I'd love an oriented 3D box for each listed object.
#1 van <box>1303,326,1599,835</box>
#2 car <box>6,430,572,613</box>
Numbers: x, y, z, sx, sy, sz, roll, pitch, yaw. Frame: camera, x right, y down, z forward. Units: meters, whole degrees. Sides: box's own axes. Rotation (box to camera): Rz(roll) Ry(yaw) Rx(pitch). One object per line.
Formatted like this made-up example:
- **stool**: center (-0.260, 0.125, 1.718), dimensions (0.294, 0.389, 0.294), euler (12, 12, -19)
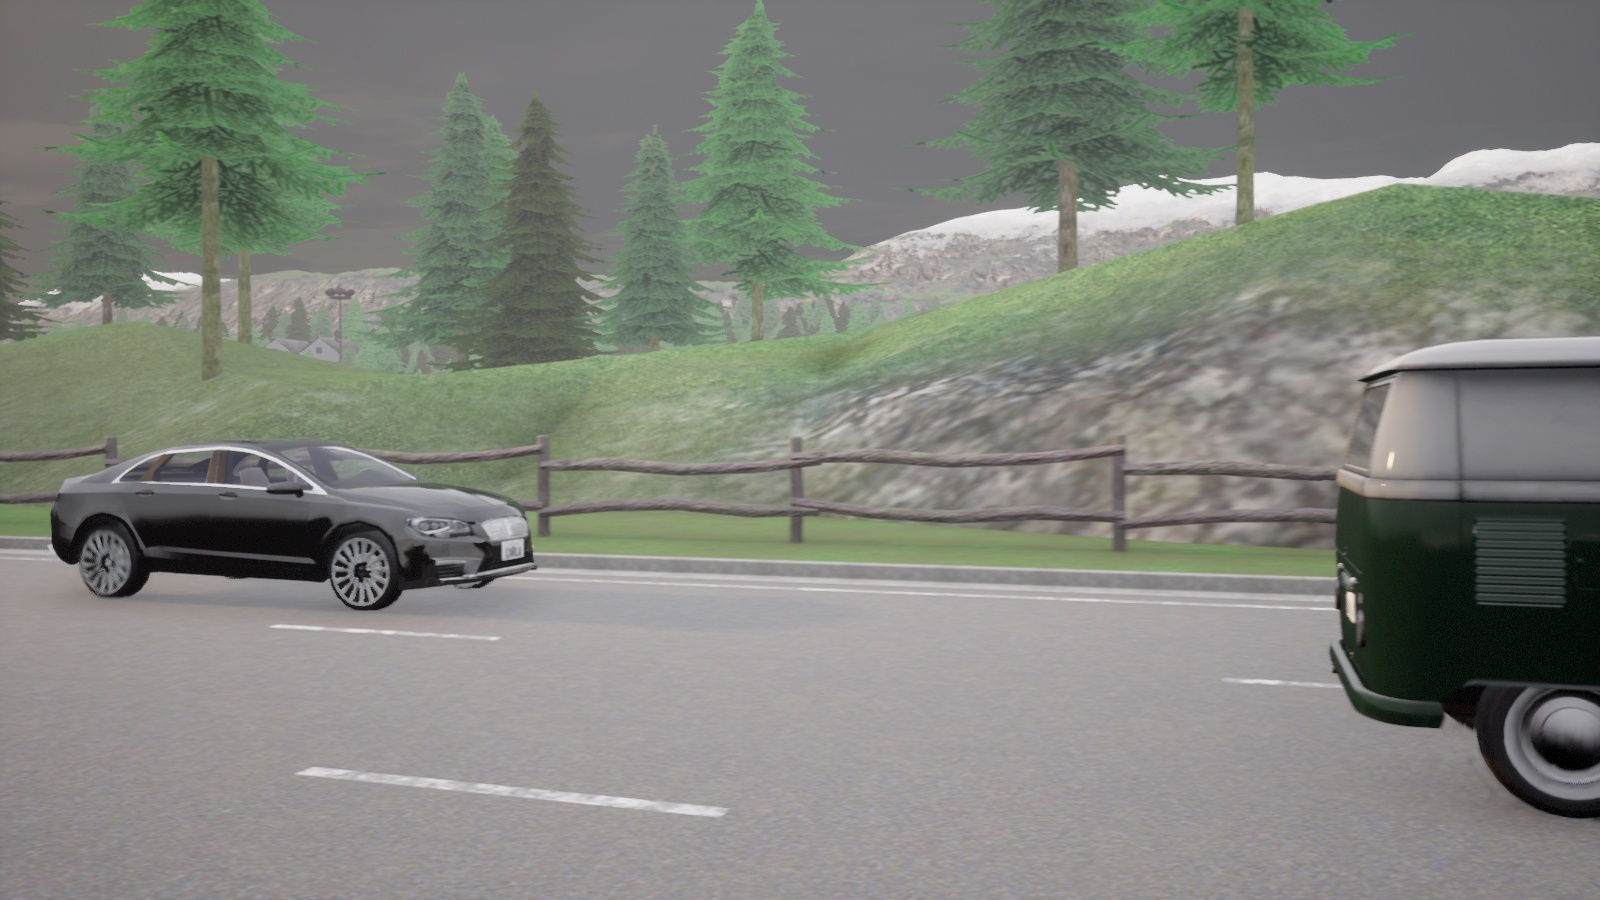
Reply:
- **van**: center (4.593, 0.511, 5.337), dimensions (4.442, 1.987, 1.775), euler (1, 1, 19)
- **car**: center (-4.925, 0.568, 12.234), dimensions (4.902, 1.511, 2.128), euler (1, 1, 19)
